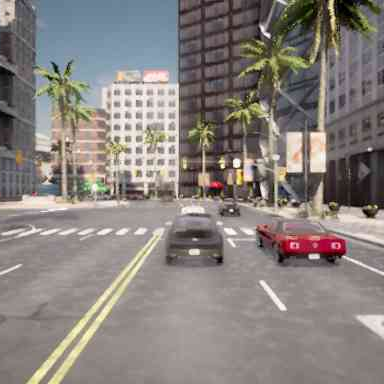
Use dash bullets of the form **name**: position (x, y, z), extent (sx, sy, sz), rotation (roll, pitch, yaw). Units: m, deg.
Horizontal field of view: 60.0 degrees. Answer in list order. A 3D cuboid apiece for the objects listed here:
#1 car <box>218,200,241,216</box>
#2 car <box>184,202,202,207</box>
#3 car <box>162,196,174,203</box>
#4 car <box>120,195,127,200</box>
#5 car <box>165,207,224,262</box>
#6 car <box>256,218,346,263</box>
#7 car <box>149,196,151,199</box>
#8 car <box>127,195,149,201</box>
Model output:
- **car**: position (3.590, 1.514, 32.618), extent (1.812, 1.442, 4.674), rotation (0, 0, 0)
- **car**: position (0.089, 1.590, 30.013), extent (1.895, 1.301, 4.718), rotation (0, 0, 0)
- **car**: position (-4.964, 1.534, 67.747), extent (1.994, 1.385, 4.181), rotation (0, 0, -15)
- **car**: position (-15.968, 1.449, 88.407), extent (5.008, 1.535, 1.882), rotation (0, 0, 35)
- **car**: position (0.081, 1.500, 12.083), extent (1.837, 1.490, 4.892), rotation (0, 0, 0)
- **car**: position (3.582, 1.596, 11.935), extent (1.895, 1.301, 4.718), rotation (0, 0, 0)
- **car**: position (-13.512, 1.470, 90.946), extent (4.892, 1.490, 1.837), rotation (0, 0, 35)
- **car**: position (-13.369, 1.526, 81.716), extent (1.994, 1.385, 4.181), rotation (0, 0, -45)
